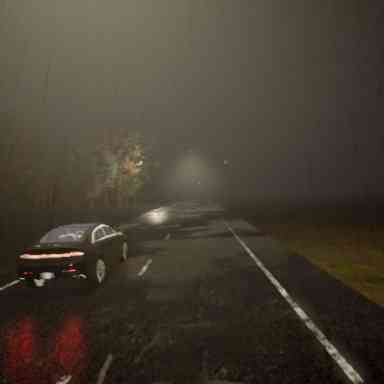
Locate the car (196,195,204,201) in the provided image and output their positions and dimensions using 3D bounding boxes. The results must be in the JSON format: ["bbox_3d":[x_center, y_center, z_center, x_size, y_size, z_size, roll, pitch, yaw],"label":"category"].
[{"bbox_3d":[2.016,1.554,85.950,1.882,1.535,5.008,-3,0,1],"label":"car"}]

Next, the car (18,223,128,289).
[{"bbox_3d":[-3.247,1.694,10.004,2.128,1.511,4.902,-3,0,1],"label":"car"}]

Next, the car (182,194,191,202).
[{"bbox_3d":[-1.490,1.492,86.062,2.150,2.045,5.566,-3,0,1],"label":"car"}]
